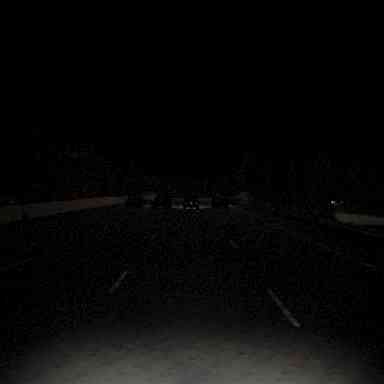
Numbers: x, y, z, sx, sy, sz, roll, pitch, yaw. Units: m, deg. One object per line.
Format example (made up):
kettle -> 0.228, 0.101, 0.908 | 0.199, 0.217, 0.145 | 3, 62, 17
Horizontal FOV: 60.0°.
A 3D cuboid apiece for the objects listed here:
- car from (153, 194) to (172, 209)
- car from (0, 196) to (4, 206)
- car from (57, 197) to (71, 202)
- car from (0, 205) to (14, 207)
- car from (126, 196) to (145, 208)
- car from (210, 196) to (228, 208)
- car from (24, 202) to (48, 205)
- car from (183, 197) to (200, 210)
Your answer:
car -> -3.605, 1.077, 40.934 | 2.097, 1.767, 4.553 | 0, 0, 0
car -> -28.291, 1.304, 46.302 | 1.994, 1.385, 4.181 | 0, 0, 0
car -> -17.802, 1.299, 46.365 | 1.994, 1.385, 4.181 | 0, 0, 0
car -> -24.798, 1.216, 46.226 | 1.882, 1.535, 5.008 | 0, -1, 0
car -> -7.109, 1.205, 42.228 | 1.882, 1.535, 5.008 | 0, 0, 0
car -> 3.393, 1.200, 41.789 | 1.882, 1.535, 5.008 | 0, 0, 0
car -> -21.299, 1.214, 46.232 | 1.882, 1.535, 5.008 | 0, 0, 0
car -> -0.094, 1.276, 38.956 | 2.033, 1.411, 5.357 | 0, 0, 0
